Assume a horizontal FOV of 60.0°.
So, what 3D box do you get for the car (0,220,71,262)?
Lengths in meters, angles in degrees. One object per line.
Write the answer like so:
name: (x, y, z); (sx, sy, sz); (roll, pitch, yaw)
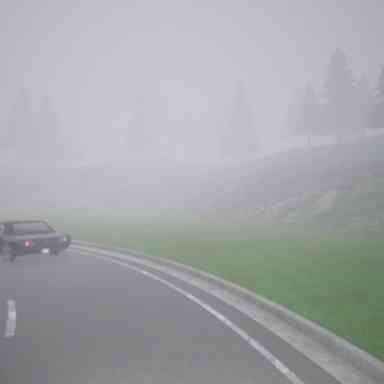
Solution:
car: (-6.713, 1.731, 12.713); (4.718, 1.301, 1.895); (0, -1, 39)
